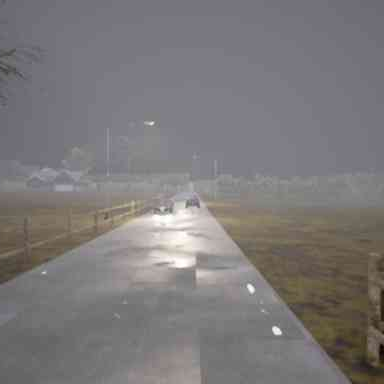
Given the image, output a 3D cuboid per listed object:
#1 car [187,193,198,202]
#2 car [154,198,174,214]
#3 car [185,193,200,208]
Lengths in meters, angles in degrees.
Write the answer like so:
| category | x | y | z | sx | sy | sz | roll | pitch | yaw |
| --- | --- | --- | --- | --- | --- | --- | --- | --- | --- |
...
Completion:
| category | x | y | z | sx | sy | sz | roll | pitch | yaw |
| --- | --- | --- | --- | --- | --- | --- | --- | --- | --- |
| car | 0.104 | 0.953 | 62.803 | 2.128 | 1.511 | 4.902 | 0 | 1 | 0 |
| car | -2.839 | 1.410 | 34.330 | 2.128 | 1.511 | 4.902 | 0 | 0 | 0 |
| car | 0.101 | 1.299 | 44.807 | 2.128 | 1.511 | 4.902 | 0 | 1 | 0 |
